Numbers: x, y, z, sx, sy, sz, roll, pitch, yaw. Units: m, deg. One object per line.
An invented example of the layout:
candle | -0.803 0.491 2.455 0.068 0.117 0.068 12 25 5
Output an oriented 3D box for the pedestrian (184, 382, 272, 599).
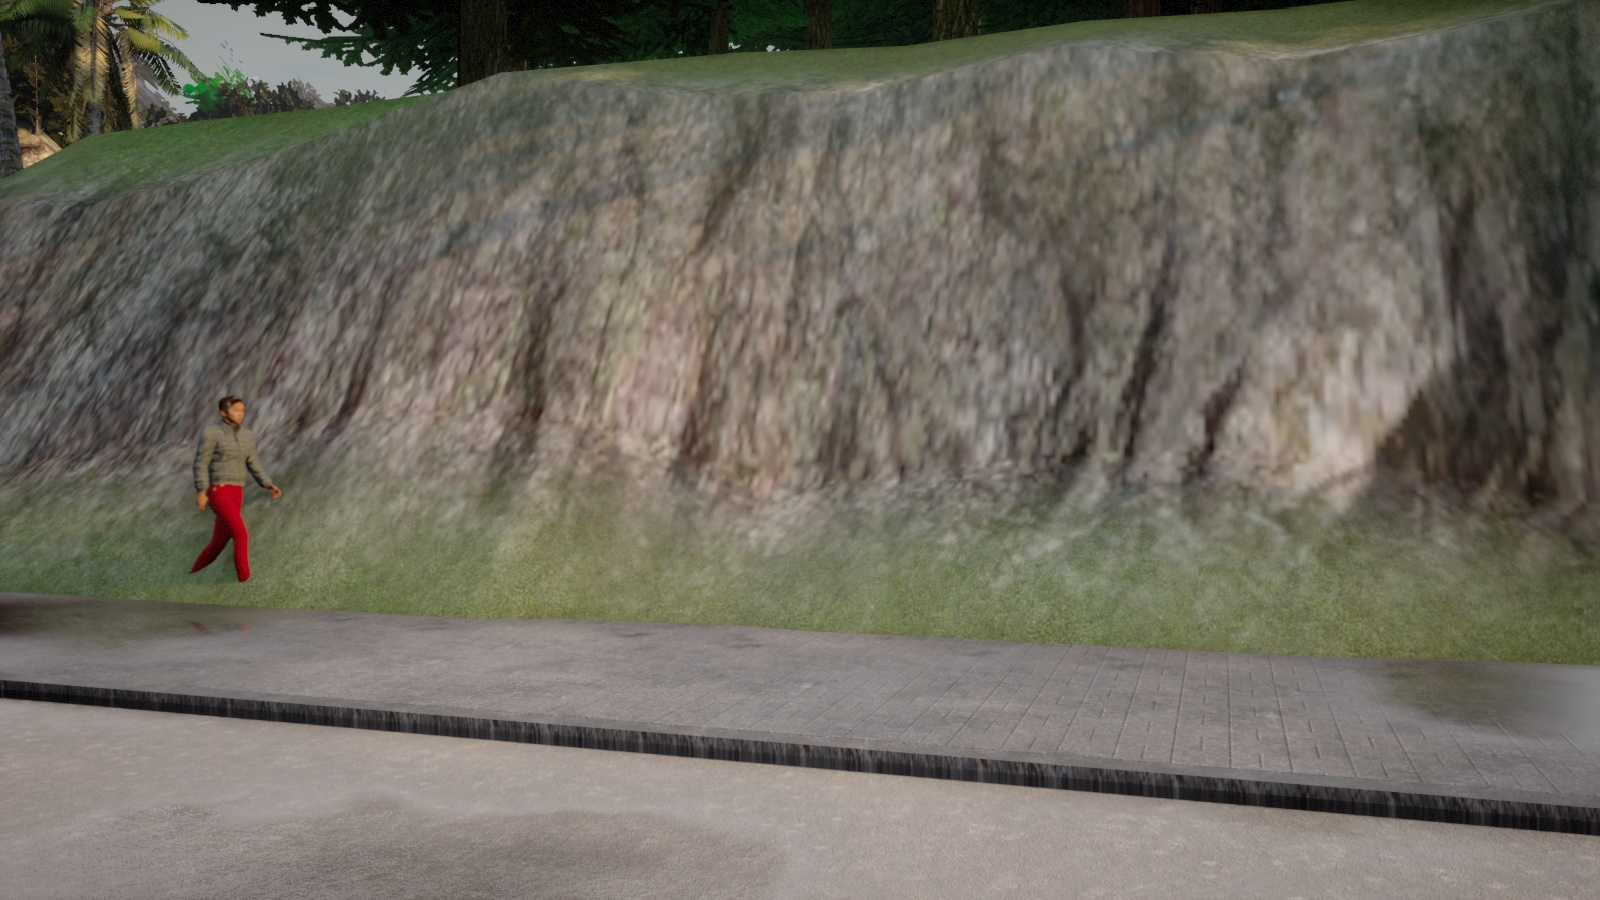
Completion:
pedestrian | -4.987 0.342 10.950 0.614 1.847 0.353 1 1 19
